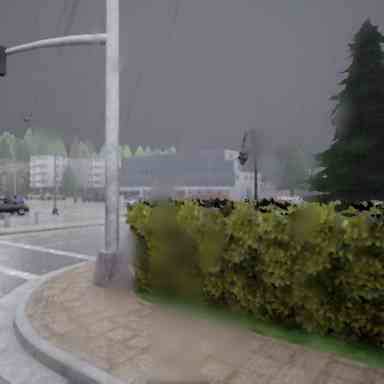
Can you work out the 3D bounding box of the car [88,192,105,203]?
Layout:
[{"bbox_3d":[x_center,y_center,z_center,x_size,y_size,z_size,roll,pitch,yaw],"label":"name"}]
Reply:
[{"bbox_3d":[-15.549,0.918,59.437,1.932,1.855,4.605,0,0,36],"label":"car"}]

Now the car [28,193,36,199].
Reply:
[{"bbox_3d":[-33.885,0.969,71.828,1.970,1.475,3.806,0,0,36],"label":"car"}]

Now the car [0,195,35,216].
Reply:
[{"bbox_3d":[-15.867,1.231,27.335,2.007,1.523,4.514,0,0,36],"label":"car"}]

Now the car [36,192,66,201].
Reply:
[{"bbox_3d":[-28.500,0.915,68.322,2.152,1.636,5.027,0,0,36],"label":"car"}]

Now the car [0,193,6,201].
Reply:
[{"bbox_3d":[-40.989,1.021,68.273,2.007,1.523,4.514,0,0,36],"label":"car"}]

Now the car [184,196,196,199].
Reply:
[{"bbox_3d":[-0.588,1.265,48.415,1.845,1.501,3.633,0,0,36],"label":"car"}]

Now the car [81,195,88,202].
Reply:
[{"bbox_3d":[-18.143,0.887,60.809,1.905,1.878,3.866,0,0,36],"label":"car"}]

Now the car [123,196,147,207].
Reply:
[{"bbox_3d":[-7.358,1.264,44.158,1.970,1.475,3.806,0,0,36],"label":"car"}]
